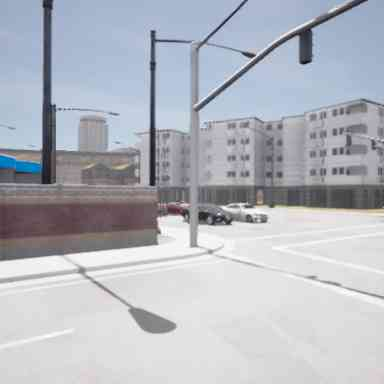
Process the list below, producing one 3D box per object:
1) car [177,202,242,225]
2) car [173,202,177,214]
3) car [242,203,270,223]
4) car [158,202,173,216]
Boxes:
[{"bbox_3d":[1.159,1.598,24.919,1.837,1.490,4.892,0,0,-35],"label":"car"},{"bbox_3d":[-1.299,1.715,34.172,1.895,1.301,4.718,0,0,-40],"label":"car"},{"bbox_3d":[4.104,1.641,26.840,1.812,1.442,4.674,0,0,-36],"label":"car"},{"bbox_3d":[-4.313,1.445,32.305,2.097,1.767,4.553,0,0,-42],"label":"car"}]
